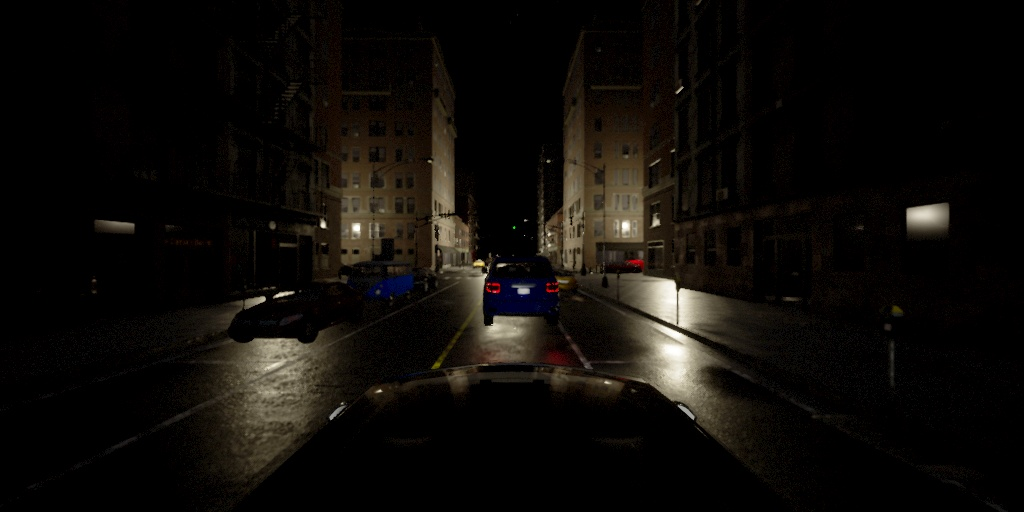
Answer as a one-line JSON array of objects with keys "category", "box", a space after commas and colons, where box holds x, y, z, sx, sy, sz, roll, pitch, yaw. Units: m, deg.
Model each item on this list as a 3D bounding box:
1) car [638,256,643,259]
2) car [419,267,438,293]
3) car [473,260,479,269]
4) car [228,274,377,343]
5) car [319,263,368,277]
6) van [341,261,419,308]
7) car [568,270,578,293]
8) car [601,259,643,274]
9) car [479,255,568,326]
[{"category": "car", "box": [15.361, 0.905, 40.458, 5.566, 2.045, 2.150, 0, 0, 0]}, {"category": "car", "box": [-5.378, 1.313, 20.423, 2.007, 1.370, 4.403, 0, 0, 0]}, {"category": "car", "box": [-5.347, 1.313, 58.217, 1.751, 1.417, 4.829, 0, 0, 0]}, {"category": "car", "box": [-5.389, 1.337, 9.611, 1.802, 1.307, 4.207, 0, 0, 0]}, {"category": "car", "box": [-17.565, 1.428, 37.481, 4.181, 1.385, 1.994, 0, 0, 0]}, {"category": "van", "box": [-5.383, 1.100, 15.017, 1.690, 1.789, 3.998, 0, 0, 0]}, {"category": "car", "box": [2.657, 1.288, 20.588, 1.751, 1.417, 4.829, 0, 0, 0]}, {"category": "car", "box": [11.365, 1.267, 37.189, 4.181, 1.385, 1.994, 0, 0, -3]}, {"category": "car", "box": [0.171, 0.981, 11.918, 2.150, 2.045, 5.566, 0, 0, -3]}]
